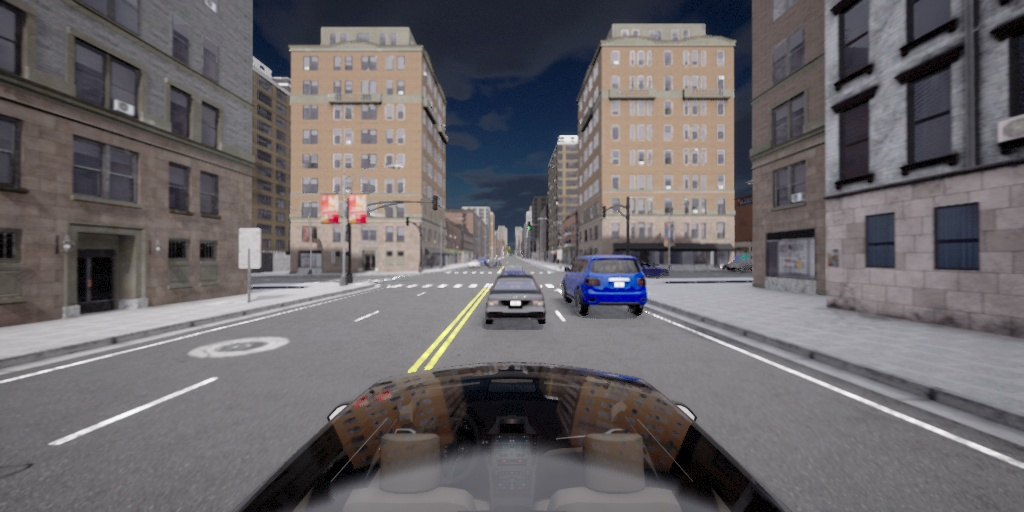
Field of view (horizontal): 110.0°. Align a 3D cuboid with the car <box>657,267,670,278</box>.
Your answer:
[{"bbox_3d":[10.734,1.172,29.896,4.674,1.442,1.812,-1,-1,-8],"label":"car"}]

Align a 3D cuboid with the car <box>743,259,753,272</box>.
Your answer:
[{"bbox_3d":[26.542,1.036,36.558,4.181,1.385,1.994,-1,0,0],"label":"car"}]

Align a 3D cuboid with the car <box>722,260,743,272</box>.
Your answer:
[{"bbox_3d":[26.375,1.039,39.809,5.357,1.411,2.033,-1,0,0],"label":"car"}]

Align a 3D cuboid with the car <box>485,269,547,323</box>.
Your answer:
[{"bbox_3d":[0.106,1.322,12.153,2.033,1.411,5.357,0,0,0],"label":"car"}]

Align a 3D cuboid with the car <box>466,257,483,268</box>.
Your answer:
[{"bbox_3d":[-6.579,1.396,62.123,1.812,1.442,4.674,0,0,1],"label":"car"}]

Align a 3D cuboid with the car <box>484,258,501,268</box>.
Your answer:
[{"bbox_3d":[-3.330,1.376,62.124,1.837,1.490,4.892,0,0,1],"label":"car"}]

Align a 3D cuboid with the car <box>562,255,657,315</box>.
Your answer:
[{"bbox_3d":[3.355,1.000,13.921,2.150,2.045,5.566,0,0,0],"label":"car"}]

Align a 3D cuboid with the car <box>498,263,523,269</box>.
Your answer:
[{"bbox_3d":[0.096,1.415,29.028,1.895,1.301,4.718,0,0,0],"label":"car"}]
